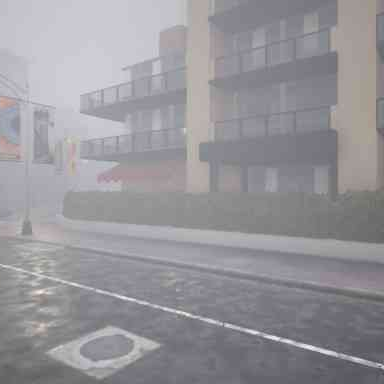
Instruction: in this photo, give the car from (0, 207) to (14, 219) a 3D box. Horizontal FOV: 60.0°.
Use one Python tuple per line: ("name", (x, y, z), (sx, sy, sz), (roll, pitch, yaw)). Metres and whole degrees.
("car", (-16.921, 1.564, 27.161), (1.994, 1.385, 4.181), (0, 0, 35))
